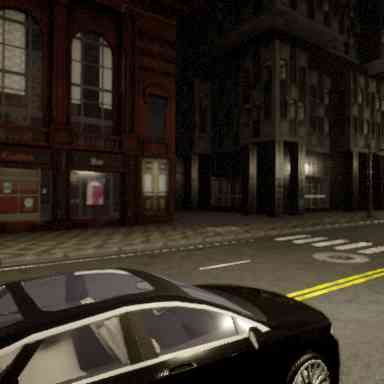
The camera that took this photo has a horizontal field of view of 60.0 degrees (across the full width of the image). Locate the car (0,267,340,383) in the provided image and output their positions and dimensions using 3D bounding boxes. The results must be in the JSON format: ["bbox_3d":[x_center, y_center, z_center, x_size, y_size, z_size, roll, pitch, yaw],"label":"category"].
[{"bbox_3d":[-0.610,1.494,3.005,4.902,1.511,2.128,0,0,-36],"label":"car"}]
